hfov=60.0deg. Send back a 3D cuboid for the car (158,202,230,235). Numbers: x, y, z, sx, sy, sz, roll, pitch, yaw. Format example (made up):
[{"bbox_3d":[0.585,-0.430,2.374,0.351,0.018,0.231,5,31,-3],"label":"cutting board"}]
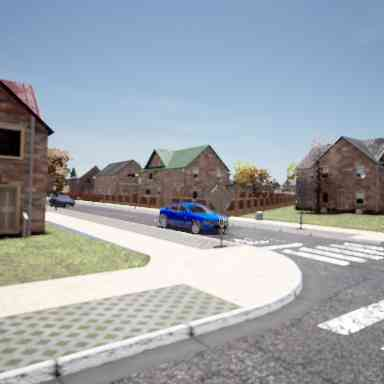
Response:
[{"bbox_3d":[0.004,1.373,18.406,1.882,1.535,5.008,2,0,-36],"label":"car"}]

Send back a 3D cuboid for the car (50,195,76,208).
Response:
[{"bbox_3d":[-15.543,1.073,39.813,2.033,1.411,5.357,2,0,-36],"label":"car"}]
